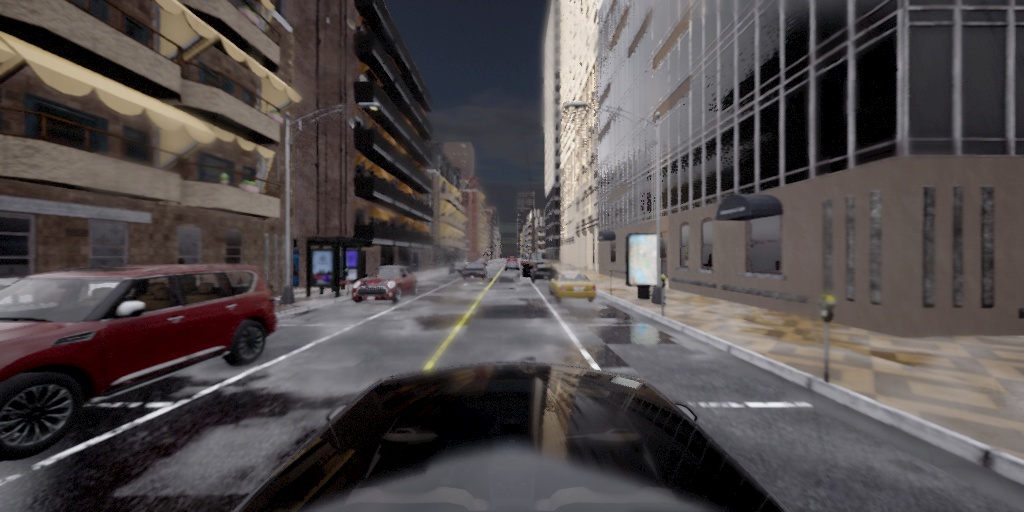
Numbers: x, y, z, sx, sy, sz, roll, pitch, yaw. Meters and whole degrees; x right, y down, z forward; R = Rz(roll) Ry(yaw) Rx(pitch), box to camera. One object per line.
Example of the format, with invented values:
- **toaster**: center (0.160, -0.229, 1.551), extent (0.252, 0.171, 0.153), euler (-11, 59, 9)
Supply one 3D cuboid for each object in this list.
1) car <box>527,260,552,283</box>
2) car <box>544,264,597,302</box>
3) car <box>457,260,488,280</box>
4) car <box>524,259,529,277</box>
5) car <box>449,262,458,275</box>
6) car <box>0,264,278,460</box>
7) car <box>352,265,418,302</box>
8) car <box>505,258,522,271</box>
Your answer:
- **car**: center (2.351, 1.242, 27.299), extent (1.837, 1.490, 4.892), euler (0, 0, 0)
- **car**: center (2.687, 1.268, 16.663), extent (1.751, 1.417, 4.829), euler (0, 0, 0)
- **car**: center (-3.103, 1.284, 31.042), extent (2.033, 1.411, 5.357), euler (0, 0, 0)
- **car**: center (2.685, 1.300, 39.087), extent (1.948, 1.339, 4.313), euler (0, 0, 0)
- **car**: center (-5.696, 1.301, 39.085), extent (1.948, 1.339, 4.313), euler (0, 0, 0)
- **car**: center (-5.692, 1.063, 5.194), extent (2.192, 1.841, 5.009), euler (0, 0, 0)
- **car**: center (-5.693, 1.182, 16.492), extent (1.967, 1.591, 4.097), euler (0, 0, 0)
- **car**: center (0.019, 1.299, 49.082), extent (1.994, 1.385, 4.181), euler (0, 0, 0)
